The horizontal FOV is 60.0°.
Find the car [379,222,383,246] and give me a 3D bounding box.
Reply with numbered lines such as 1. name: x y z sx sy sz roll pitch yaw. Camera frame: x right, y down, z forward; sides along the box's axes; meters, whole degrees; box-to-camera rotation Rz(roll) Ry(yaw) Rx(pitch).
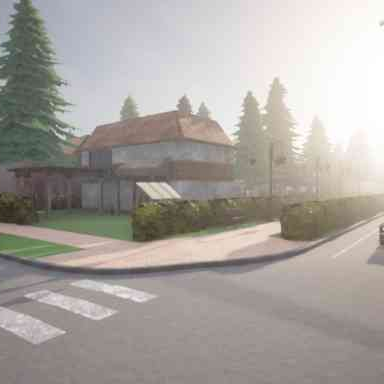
1. car: 8.767 1.375 13.234 1.895 1.301 4.718 1 1 37
